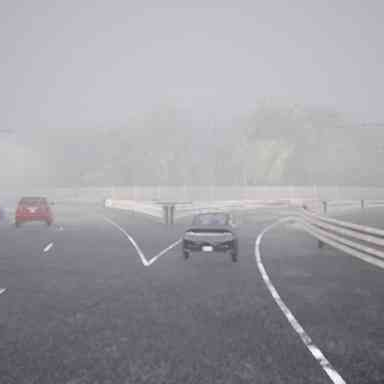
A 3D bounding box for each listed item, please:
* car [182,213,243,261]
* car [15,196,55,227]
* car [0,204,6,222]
[{"bbox_3d":[0.857,1.522,12.553,2.128,1.511,4.902,0,0,9],"label":"car"},{"bbox_3d":[-11.030,1.280,23.489,2.150,2.045,5.566,0,0,-21],"label":"car"},{"bbox_3d":[-15.857,1.543,26.060,1.882,1.535,5.008,0,0,-23],"label":"car"}]
